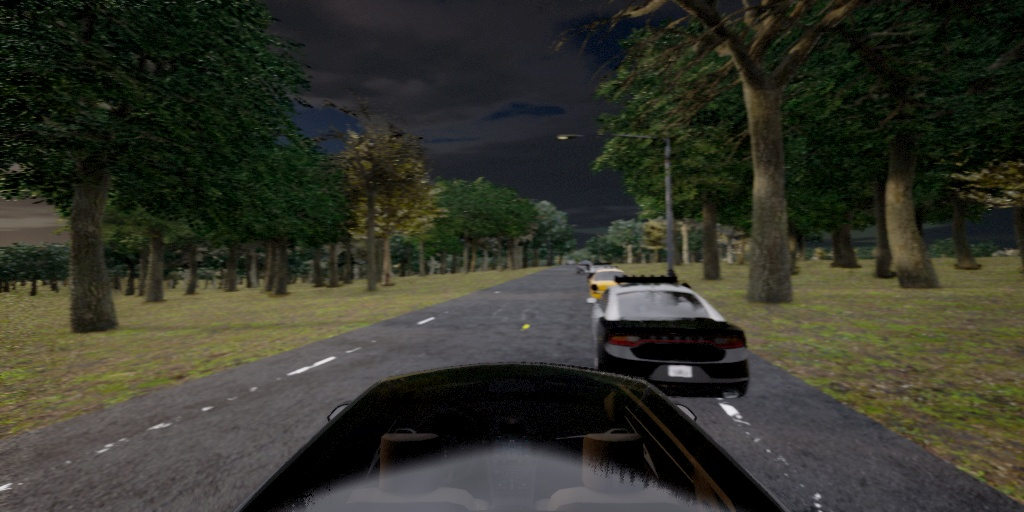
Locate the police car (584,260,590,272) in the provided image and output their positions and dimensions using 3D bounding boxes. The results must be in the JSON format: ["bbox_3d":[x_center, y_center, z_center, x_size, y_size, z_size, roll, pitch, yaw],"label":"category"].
[{"bbox_3d":[5.658,1.241,22.466,1.930,1.638,5.238,-1,0,11],"label":"police car"}]

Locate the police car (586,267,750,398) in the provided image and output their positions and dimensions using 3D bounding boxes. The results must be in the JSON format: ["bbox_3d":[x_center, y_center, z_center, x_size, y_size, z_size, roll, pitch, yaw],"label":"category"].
[{"bbox_3d":[2.494,1.172,6.778,1.930,1.638,5.238,-1,-1,11],"label":"police car"}]

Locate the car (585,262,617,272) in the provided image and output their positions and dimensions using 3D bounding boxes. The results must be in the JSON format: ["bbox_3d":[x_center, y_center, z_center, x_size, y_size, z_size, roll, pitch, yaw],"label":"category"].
[{"bbox_3d":[4.488,1.250,16.662,1.801,1.575,5.366,-1,-1,11],"label":"car"}]

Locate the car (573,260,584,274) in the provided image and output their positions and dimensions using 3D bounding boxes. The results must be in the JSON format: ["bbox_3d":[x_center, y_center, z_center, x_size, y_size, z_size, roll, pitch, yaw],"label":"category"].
[{"bbox_3d":[8.948,1.374,43.958,2.128,1.511,4.902,-1,0,12],"label":"car"}]
